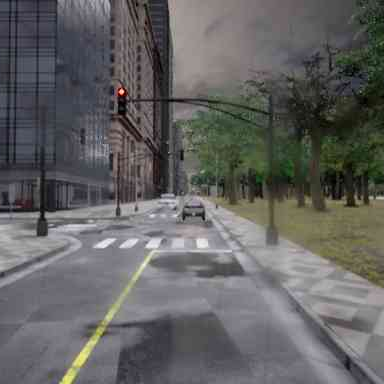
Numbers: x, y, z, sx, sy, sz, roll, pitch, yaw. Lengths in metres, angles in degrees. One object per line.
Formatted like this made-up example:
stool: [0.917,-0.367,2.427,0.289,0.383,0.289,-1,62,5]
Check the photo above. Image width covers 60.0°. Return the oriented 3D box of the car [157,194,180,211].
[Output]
car: [-3.020,1.292,41.205,2.150,2.045,5.566,0,0,0]

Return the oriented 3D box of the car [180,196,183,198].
car: [-2.978,1.656,57.338,1.812,1.442,4.674,0,0,0]

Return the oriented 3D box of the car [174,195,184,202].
car: [-2.861,1.494,73.633,2.033,1.411,5.357,0,0,0]

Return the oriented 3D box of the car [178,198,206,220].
car: [0.142,1.535,28.652,2.128,1.511,4.902,0,0,0]
